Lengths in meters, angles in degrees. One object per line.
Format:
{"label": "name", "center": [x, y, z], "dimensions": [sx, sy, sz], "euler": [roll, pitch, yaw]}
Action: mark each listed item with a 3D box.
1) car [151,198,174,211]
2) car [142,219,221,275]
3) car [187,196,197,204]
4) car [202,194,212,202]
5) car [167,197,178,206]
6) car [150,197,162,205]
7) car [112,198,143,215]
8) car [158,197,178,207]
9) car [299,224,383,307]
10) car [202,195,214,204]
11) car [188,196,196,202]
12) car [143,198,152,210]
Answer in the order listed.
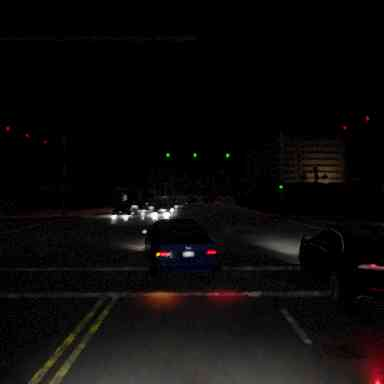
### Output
{"label": "car", "center": [-3.614, 1.718, 41.475], "dimensions": [1.895, 1.301, 4.718], "euler": [0, 0, 0]}
{"label": "car", "center": [-0.535, 1.578, 10.629], "dimensions": [2.033, 1.411, 5.357], "euler": [0, 0, -10]}
{"label": "car", "center": [-0.025, 1.738, 68.279], "dimensions": [2.033, 1.411, 5.357], "euler": [0, 0, 0]}
{"label": "car", "center": [3.471, 1.449, 78.527], "dimensions": [2.097, 1.767, 4.553], "euler": [0, 0, 0]}
{"label": "car", "center": [-3.543, 1.676, 60.839], "dimensions": [1.837, 1.490, 4.892], "euler": [0, 0, 0]}
{"label": "car", "center": [-7.024, 1.749, 65.589], "dimensions": [1.994, 1.385, 4.181], "euler": [0, 0, 0]}
{"label": "car", "center": [-7.155, 1.650, 36.227], "dimensions": [2.033, 1.411, 5.357], "euler": [0, 0, 2]}
{"label": "car", "center": [-3.603, 1.635, 50.793], "dimensions": [2.128, 1.511, 4.902], "euler": [0, 0, 0]}
{"label": "car", "center": [3.894, 1.515, 7.925], "dimensions": [2.128, 1.511, 4.902], "euler": [0, 0, 6]}
{"label": "car", "center": [3.475, 1.543, 68.571], "dimensions": [2.097, 1.767, 4.553], "euler": [0, 0, 0]}
{"label": "car", "center": [-0.029, 1.647, 78.553], "dimensions": [1.994, 1.385, 4.181], "euler": [0, 0, 0]}
{"label": "car", "center": [-7.110, 1.634, 45.870], "dimensions": [1.837, 1.490, 4.892], "euler": [0, 0, 0]}
